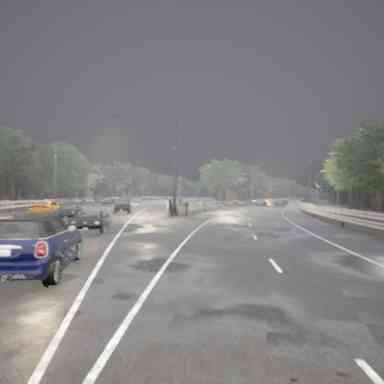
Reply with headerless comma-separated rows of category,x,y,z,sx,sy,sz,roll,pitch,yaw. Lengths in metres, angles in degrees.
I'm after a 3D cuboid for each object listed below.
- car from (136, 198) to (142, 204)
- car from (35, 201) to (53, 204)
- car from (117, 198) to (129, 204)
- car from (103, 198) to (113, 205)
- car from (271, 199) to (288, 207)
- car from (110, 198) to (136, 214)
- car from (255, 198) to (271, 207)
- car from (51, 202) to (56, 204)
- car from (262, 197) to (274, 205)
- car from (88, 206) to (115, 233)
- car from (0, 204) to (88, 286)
car,-13.204,2.158,80.293,1.895,1.301,4.718,1,-1,1
car,-14.497,1.615,33.205,1.882,1.535,5.008,1,-1,-5
car,-16.697,2.078,80.514,1.994,1.385,4.181,1,-1,1
car,-16.611,1.949,67.115,2.033,1.411,5.357,1,-1,-1
car,17.652,2.332,67.271,2.033,1.411,5.357,0,-1,20
car,-8.093,1.776,39.482,1.837,1.490,4.892,1,0,-5
car,14.085,2.287,67.719,2.128,1.511,4.902,0,-1,20
car,-10.573,1.751,29.406,1.895,1.301,4.718,1,-1,-6
car,17.691,2.102,77.455,2.097,1.767,4.553,0,-1,20
car,-6.049,1.722,20.226,1.895,1.301,4.718,1,-1,-7
car,-4.516,1.384,9.500,2.097,1.767,4.553,1,-1,-9
